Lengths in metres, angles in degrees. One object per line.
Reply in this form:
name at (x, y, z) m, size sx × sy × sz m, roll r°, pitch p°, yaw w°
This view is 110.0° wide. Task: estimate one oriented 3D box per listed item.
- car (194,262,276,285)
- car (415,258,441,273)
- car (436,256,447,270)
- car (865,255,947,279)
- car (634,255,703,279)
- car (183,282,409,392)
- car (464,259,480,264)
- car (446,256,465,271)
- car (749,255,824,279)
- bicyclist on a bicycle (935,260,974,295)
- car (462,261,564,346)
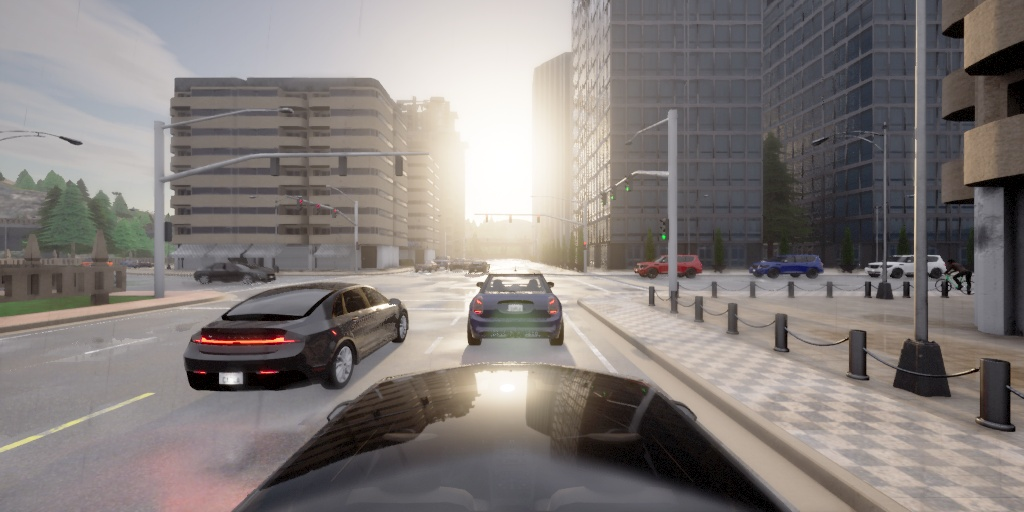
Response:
car at (-18.979, 1.199, 24.679) m, size 4.892 × 1.490 × 1.837 m, roll 0°, pitch 0°, yaw 0°
car at (-10.590, 1.276, 44.602) m, size 1.812 × 1.442 × 4.674 m, roll 0°, pitch 0°, yaw 1°
car at (-10.535, 0.971, 54.308) m, size 2.150 × 2.045 × 5.566 m, roll 0°, pitch 0°, yaw 0°
car at (34.388, 0.916, 31.387) m, size 5.566 × 2.045 × 2.150 m, roll 0°, pitch 0°, yaw 0°
car at (13.706, 0.917, 31.524) m, size 5.566 × 2.045 × 2.150 m, roll 0°, pitch 0°, yaw 0°
car at (-3.427, 1.255, 6.819) m, size 1.837 × 1.490 × 4.892 m, roll 0°, pitch 0°, yaw 0°
car at (-3.570, 1.252, 39.858) m, size 1.837 × 1.490 × 4.892 m, roll 1°, pitch 0°, yaw 5°
car at (-7.045, 1.102, 48.185) m, size 2.097 × 1.767 × 4.553 m, roll 0°, pitch 0°, yaw 0°
car at (24.026, 0.916, 31.455) m, size 5.566 × 2.045 × 2.150 m, roll 0°, pitch 0°, yaw 1°
bicyclist on a bicycle at (21.018, 0.996, 16.992) m, size 0.582 × 1.620 × 1.656 m, roll 0°, pitch 0°, yaw 0°
car at (0.090, 1.102, 9.591) m, size 2.097 × 1.767 × 4.553 m, roll 0°, pitch 0°, yaw 0°
